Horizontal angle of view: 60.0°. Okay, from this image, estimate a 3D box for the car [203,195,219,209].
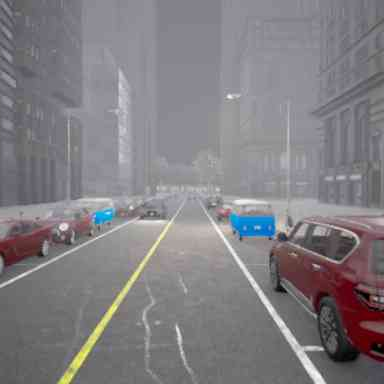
[{"bbox_3d":[2.745,1.409,41.284,1.947,1.339,4.313,-1,0,0],"label":"car"}]

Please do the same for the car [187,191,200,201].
[{"bbox_3d":[-0.015,1.087,68.875,2.128,1.511,4.902,0,0,0],"label":"car"}]

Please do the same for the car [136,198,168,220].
[{"bbox_3d":[-3.022,1.465,27.150,1.994,1.385,4.181,0,0,0],"label":"car"}]

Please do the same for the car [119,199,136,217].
[{"bbox_3d":[-5.780,1.331,29.651,1.967,1.590,4.097,-1,0,0],"label":"car"}]

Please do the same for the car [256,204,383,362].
[{"bbox_3d":[2.774,1.293,5.837,2.192,1.841,5.009,-1,0,0],"label":"car"}]

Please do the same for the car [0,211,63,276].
[{"bbox_3d":[-5.775,1.510,9.929,1.887,1.381,4.507,-1,0,0],"label":"car"}]

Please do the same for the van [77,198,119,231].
[{"bbox_3d":[-5.780,1.270,19.700,1.690,1.788,3.998,-1,0,0],"label":"van"}]

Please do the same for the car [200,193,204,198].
[{"bbox_3d":[2.742,1.346,51.689,2.008,1.369,4.403,-1,0,0],"label":"car"}]

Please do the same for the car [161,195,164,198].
[{"bbox_3d":[-5.783,1.381,51.164,1.802,1.307,4.206,-1,0,0],"label":"car"}]

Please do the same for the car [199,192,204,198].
[{"bbox_3d":[2.740,1.267,62.265,1.752,1.417,4.829,-1,0,0],"label":"car"}]

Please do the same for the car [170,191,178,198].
[{"bbox_3d":[-5.790,1.130,94.268,1.802,1.307,4.206,-1,0,0],"label":"car"}]

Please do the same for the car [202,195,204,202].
[{"bbox_3d":[2.743,1.385,46.488,1.947,1.339,4.313,-1,0,0],"label":"car"}]

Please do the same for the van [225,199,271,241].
[{"bbox_3d":[2.784,1.282,16.012,1.690,1.788,3.998,-1,0,0],"label":"van"}]

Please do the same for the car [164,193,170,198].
[{"bbox_3d":[-5.785,1.296,61.919,2.008,1.369,4.403,-1,0,0],"label":"car"}]

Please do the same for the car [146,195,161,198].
[{"bbox_3d":[-5.782,1.369,45.786,1.887,1.381,4.507,-1,0,0],"label":"car"}]

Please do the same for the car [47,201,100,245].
[{"bbox_3d":[-5.777,1.387,14.814,1.967,1.590,4.097,-1,0,0],"label":"car"}]

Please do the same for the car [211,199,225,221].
[{"bbox_3d":[2.747,1.487,25.677,1.802,1.307,4.206,-1,0,0],"label":"car"}]
